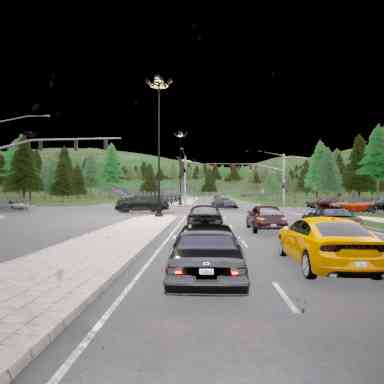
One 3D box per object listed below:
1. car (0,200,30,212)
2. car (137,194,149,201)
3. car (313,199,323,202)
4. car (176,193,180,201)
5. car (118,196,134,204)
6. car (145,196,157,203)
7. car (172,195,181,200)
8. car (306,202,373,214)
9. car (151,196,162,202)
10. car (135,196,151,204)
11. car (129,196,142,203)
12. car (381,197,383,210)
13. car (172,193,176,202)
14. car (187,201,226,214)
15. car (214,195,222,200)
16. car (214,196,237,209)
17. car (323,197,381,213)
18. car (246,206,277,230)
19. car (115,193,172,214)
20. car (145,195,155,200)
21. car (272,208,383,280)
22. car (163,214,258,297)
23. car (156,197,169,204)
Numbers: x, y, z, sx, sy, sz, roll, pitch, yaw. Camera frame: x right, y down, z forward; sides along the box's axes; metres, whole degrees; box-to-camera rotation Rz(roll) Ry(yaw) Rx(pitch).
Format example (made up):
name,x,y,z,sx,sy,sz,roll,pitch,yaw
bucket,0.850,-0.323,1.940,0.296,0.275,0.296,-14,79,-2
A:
name,x,y,z,sx,sy,sz,roll,pitch,yaw
car,-21.688,1.601,38.779,4.718,1.301,1.895,0,0,2
car,-11.860,1.355,80.900,2.097,1.767,4.553,0,0,2
car,17.145,1.477,42.258,5.008,1.535,1.882,0,0,6
car,-4.786,1.225,82.619,2.150,2.045,5.566,0,0,2
car,-12.591,1.564,63.423,1.994,1.385,4.181,0,0,3
car,-8.742,1.552,71.133,1.994,1.385,4.181,0,0,2
car,-4.360,1.533,93.021,2.033,1.411,5.357,0,0,2
car,7.745,1.547,18.821,2.033,1.411,5.357,0,0,3
car,-8.422,1.552,79.245,1.994,1.385,4.181,0,0,2
car,-9.152,1.491,62.282,2.128,1.511,4.902,0,0,3
car,-12.209,1.524,72.043,1.812,1.442,4.674,0,0,2
car,22.311,1.352,38.358,4.553,1.767,2.097,0,0,3
car,-5.193,1.355,72.326,2.097,1.767,4.553,0,0,2
car,0.726,1.478,18.598,1.882,1.535,5.008,0,0,3
car,7.041,1.552,90.604,1.994,1.385,4.181,0,0,2
car,4.267,1.564,44.742,1.994,1.385,4.181,0,0,-29
car,16.754,1.351,35.078,4.553,1.767,2.097,0,0,2
car,4.260,1.526,19.204,1.812,1.442,4.674,0,0,3
car,-5.234,1.221,35.056,5.566,2.045,2.150,0,0,-1
car,-11.452,1.539,91.134,2.033,1.411,5.357,0,0,2
car,3.932,1.478,9.985,1.882,1.535,5.008,0,0,3
car,0.378,1.547,8.777,2.033,1.411,5.357,0,0,2
car,-5.593,1.601,63.392,1.895,1.301,4.718,0,0,3
